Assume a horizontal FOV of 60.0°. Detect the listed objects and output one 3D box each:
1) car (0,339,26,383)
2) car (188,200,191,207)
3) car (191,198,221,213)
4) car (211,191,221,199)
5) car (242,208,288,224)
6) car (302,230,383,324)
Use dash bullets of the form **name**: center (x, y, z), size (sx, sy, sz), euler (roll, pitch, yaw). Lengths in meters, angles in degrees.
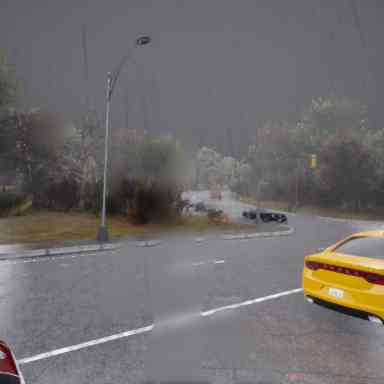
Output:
- **car**: center (-3.190, 1.353, 1.475), size (4.553, 1.767, 2.097), euler (0, 0, -35)
- **car**: center (-1.195, 1.707, 53.332), size (1.994, 1.385, 4.181), euler (2, 1, -14)
- **car**: center (1.859, 1.947, 42.953), size (1.837, 1.490, 4.892), euler (2, 0, -19)
- **car**: center (5.740, 0.746, 79.003), size (2.150, 2.045, 5.566), euler (2, 2, -1)
- **car**: center (6.734, 2.160, 30.927), size (1.895, 1.301, 4.718), euler (3, -1, -25)
- **car**: center (4.400, 1.543, 6.895), size (5.008, 1.535, 1.882), euler (1, -1, -35)
